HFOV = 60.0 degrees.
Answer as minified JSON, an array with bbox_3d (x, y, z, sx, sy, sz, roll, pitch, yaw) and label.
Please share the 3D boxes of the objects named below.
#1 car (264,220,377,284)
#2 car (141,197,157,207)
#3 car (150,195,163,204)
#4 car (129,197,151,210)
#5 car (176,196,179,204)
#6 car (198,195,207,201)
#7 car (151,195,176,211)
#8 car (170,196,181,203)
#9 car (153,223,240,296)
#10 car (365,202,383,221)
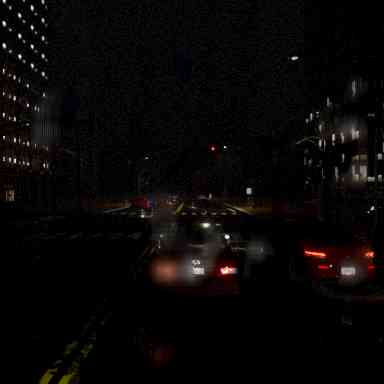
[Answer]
[{"bbox_3d":[3.338,1.522,9.408,1.812,1.442,4.674,0,0,0],"label":"car"},{"bbox_3d":[-6.661,1.471,52.119,1.812,1.442,4.674,0,0,0],"label":"car"},{"bbox_3d":[-6.663,1.429,62.484,1.837,1.490,4.892,0,0,0],"label":"car"},{"bbox_3d":[-6.650,1.443,42.198,1.882,1.535,5.008,0,0,0],"label":"car"},{"bbox_3d":[-3.405,1.456,49.468,1.837,1.490,4.892,0,0,0],"label":"car"},{"bbox_3d":[2.543,1.393,82.803,1.812,1.442,4.674,0,0,-4],"label":"car"},{"bbox_3d":[-3.396,1.320,40.576,2.097,1.767,4.553,0,0,0],"label":"car"},{"bbox_3d":[-3.421,1.473,69.121,1.994,1.385,4.181,0,0,-1],"label":"car"},{"bbox_3d":[0.089,1.544,8.824,2.033,1.411,5.357,0,0,0],"label":"car"},{"bbox_3d":[16.991,1.280,26.660,5.566,2.045,2.150,0,0,3],"label":"car"}]
